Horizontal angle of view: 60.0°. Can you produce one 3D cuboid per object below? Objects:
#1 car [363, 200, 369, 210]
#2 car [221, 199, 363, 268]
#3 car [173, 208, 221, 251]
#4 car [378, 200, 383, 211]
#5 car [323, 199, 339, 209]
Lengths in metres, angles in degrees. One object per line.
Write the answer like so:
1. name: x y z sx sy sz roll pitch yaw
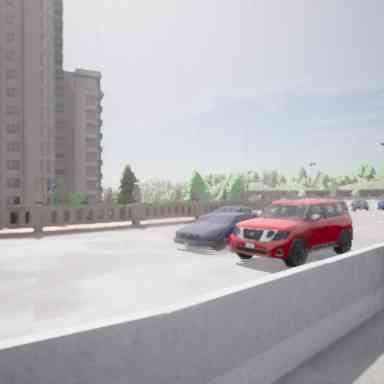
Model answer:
1. car: 24.491 1.870 48.407 1.837 1.490 4.892 0 0 21
2. car: 3.805 1.281 11.936 5.566 2.045 2.150 0 0 -42
3. car: 1.736 1.623 14.725 5.357 1.411 2.033 0 0 -43
4. car: 27.923 1.829 47.508 1.882 1.535 5.008 0 -1 21
5. car: 23.613 1.944 56.635 1.882 1.535 5.008 0 -1 17
